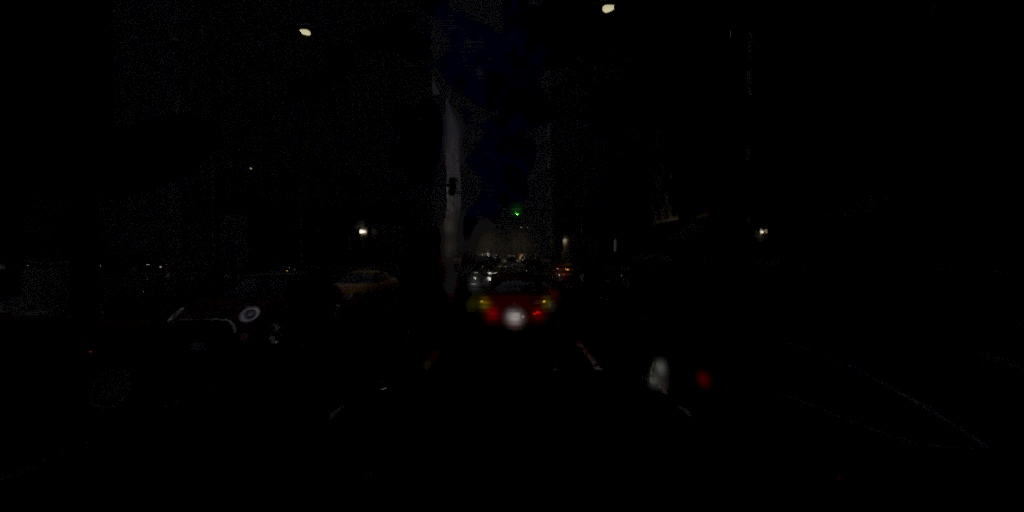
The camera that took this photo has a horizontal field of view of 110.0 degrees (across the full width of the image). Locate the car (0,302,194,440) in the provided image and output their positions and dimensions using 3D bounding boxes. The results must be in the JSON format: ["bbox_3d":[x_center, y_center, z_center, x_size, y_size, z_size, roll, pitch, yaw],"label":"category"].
[{"bbox_3d":[-5.765,1.279,3.133,1.888,1.381,4.507,0,0,0],"label":"car"}]

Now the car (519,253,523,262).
[{"bbox_3d":[2.680,0.616,62.337,2.007,1.370,4.403,0,0,0],"label":"car"}]

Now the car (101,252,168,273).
[{"bbox_3d":[-27.354,0.479,25.443,4.892,1.490,1.837,1,1,0],"label":"car"}]

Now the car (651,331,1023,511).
[{"bbox_3d":[2.760,1.299,3.147,1.948,1.339,4.313,0,0,0],"label":"car"}]

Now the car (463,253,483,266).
[{"bbox_3d":[-5.830,0.502,51.452,2.192,1.841,5.009,0,0,0],"label":"car"}]

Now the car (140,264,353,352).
[{"bbox_3d":[-5.772,1.111,8.590,1.967,1.591,4.097,0,0,0],"label":"car"}]

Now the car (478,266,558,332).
[{"bbox_3d":[0.078,1.176,10.345,1.812,1.442,4.674,0,1,0],"label":"car"}]

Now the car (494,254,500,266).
[{"bbox_3d":[-3.152,0.758,50.823,1.994,1.385,4.181,0,1,0],"label":"car"}]

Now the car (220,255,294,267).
[{"bbox_3d":[-17.855,0.662,25.475,4.892,1.490,1.837,1,1,0],"label":"car"}]

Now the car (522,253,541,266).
[{"bbox_3d":[2.702,0.686,46.026,1.967,1.591,4.097,0,0,0],"label":"car"}]

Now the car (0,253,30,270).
[{"bbox_3d":[-37.277,0.351,25.415,4.181,1.385,1.994,1,1,-1],"label":"car"}]

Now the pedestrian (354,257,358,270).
[{"bbox_3d":[-13.808,0.683,31.725,0.500,1.100,0.500,0,0,0],"label":"pedestrian"}]

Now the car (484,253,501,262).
[{"bbox_3d":[-3.113,0.573,60.927,2.128,1.511,4.902,0,1,0],"label":"car"}]

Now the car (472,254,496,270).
[{"bbox_3d":[-3.152,0.831,40.855,1.812,1.442,4.674,0,1,0],"label":"car"}]

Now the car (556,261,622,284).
[{"bbox_3d":[5.353,1.108,24.667,4.892,1.490,1.837,1,-3,-27],"label":"car"}]

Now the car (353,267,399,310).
[{"bbox_3d":[-5.779,1.134,13.876,1.751,1.417,4.829,0,0,0],"label":"car"}]
